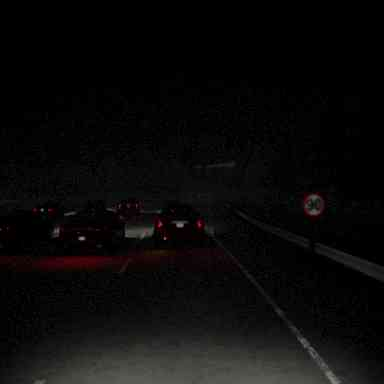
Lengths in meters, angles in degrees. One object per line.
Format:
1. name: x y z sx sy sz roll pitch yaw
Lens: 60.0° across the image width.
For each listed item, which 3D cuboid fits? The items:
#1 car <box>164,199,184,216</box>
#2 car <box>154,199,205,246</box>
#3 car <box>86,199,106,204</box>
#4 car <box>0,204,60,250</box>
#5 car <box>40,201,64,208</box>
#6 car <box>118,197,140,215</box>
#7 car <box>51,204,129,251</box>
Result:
1. car: -1.790 1.495 33.098 1.837 1.490 4.892 0 0 -3
2. car: -0.637 1.347 15.333 2.097 1.767 4.553 0 0 -4
3. car: -10.196 1.491 35.181 2.128 1.511 4.902 0 0 -10
4. car: -7.558 1.481 14.205 1.882 1.535 5.008 0 0 -4
5. car: -12.877 1.552 30.208 2.033 1.411 5.357 0 0 -9
6. car: -6.421 1.347 33.816 2.097 1.767 4.553 0 0 -9
7. car: -4.040 1.477 14.110 1.882 1.535 5.008 0 0 -4
